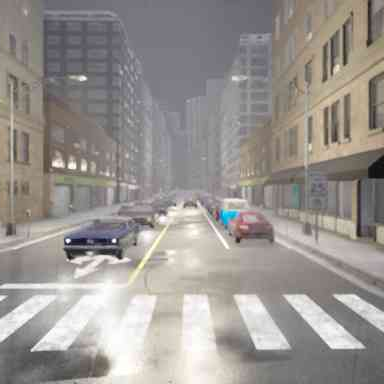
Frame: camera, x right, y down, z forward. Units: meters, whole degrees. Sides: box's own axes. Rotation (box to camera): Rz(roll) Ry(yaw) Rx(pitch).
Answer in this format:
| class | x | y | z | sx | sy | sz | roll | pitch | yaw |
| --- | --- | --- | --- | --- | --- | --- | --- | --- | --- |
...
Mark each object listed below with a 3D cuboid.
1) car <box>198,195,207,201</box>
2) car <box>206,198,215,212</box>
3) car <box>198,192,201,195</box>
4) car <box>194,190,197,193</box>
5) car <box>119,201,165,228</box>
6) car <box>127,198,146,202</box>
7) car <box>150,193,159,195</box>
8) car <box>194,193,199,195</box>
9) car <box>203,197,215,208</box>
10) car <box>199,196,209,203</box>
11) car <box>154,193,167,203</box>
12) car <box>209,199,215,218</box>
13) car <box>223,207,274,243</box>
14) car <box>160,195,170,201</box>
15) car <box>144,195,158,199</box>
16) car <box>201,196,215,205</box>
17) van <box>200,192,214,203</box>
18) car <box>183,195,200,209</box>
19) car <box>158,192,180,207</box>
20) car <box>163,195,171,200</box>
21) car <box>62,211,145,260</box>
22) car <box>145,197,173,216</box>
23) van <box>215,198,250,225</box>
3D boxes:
| class | x | y | z | sx | sy | sz | roll | pitch | yaw |
| --- | --- | --- | --- | --- | --- | --- | --- | --- | --- |
| car | 2.346 | 1.327 | 76.686 | 1.947 | 1.339 | 4.313 | 0 | 0 | 0 |
| car | 2.591 | 1.553 | 32.268 | 1.802 | 1.307 | 4.206 | 0 | 0 | 0 |
| car | 2.469 | 1.191 | 54.476 | 2.192 | 1.841 | 5.009 | 0 | 0 | 0 |
| car | 2.285 | 1.002 | 87.790 | 2.192 | 1.841 | 5.009 | 0 | 0 | 0 |
| car | -3.204 | 1.534 | 22.243 | 2.033 | 1.411 | 5.357 | 0 | 0 | 0 |
| car | -5.936 | 1.558 | 32.224 | 1.802 | 1.307 | 4.206 | 0 | 0 | 0 |
| car | -6.056 | 1.197 | 54.433 | 2.192 | 1.841 | 5.009 | 0 | 0 | 0 |
| car | -0.293 | 1.358 | 54.011 | 1.882 | 1.535 | 5.008 | 0 | 0 | 0 |
| car | 2.561 | 1.537 | 37.818 | 1.802 | 1.307 | 4.206 | 0 | 0 | 0 |
| car | 2.407 | 1.403 | 65.581 | 1.802 | 1.307 | 4.206 | 0 | 0 | 0 |
| car | -6.118 | 1.142 | 65.538 | 2.192 | 1.841 | 5.009 | 0 | 0 | 0 |
| car | 2.620 | 1.524 | 26.712 | 1.887 | 1.381 | 4.507 | 0 | 0 | 0 |
| car | 2.682 | 1.570 | 15.609 | 1.802 | 1.307 | 4.206 | 0 | 0 | 0 |
| car | -6.180 | 1.312 | 76.646 | 1.887 | 1.381 | 4.507 | 0 | 0 | 0 |
| car | -5.995 | 1.488 | 43.330 | 2.008 | 1.369 | 4.403 | 0 | 0 | 0 |
| car | 2.530 | 1.513 | 43.375 | 1.802 | 1.307 | 4.206 | 0 | 0 | 0 |
| van | 2.500 | 1.245 | 48.925 | 1.690 | 1.788 | 3.998 | 0 | 0 | 0 |
| car | -0.237 | 1.456 | 44.010 | 1.812 | 1.442 | 4.674 | 0 | 0 | 0 |
| car | -3.264 | 1.262 | 47.960 | 2.097 | 1.767 | 4.553 | 0 | 0 | 0 |
| car | -6.210 | 1.313 | 82.197 | 1.802 | 1.307 | 4.206 | 0 | 0 | 0 |
| car | -3.152 | 1.595 | 12.511 | 1.895 | 1.301 | 4.718 | 0 | 0 | 0 |
| car | -3.260 | 1.521 | 32.782 | 2.033 | 1.411 | 5.357 | 0 | 0 | 0 |
| van | 2.651 | 1.324 | 21.161 | 1.690 | 1.788 | 3.998 | 0 | 0 | 0 |
